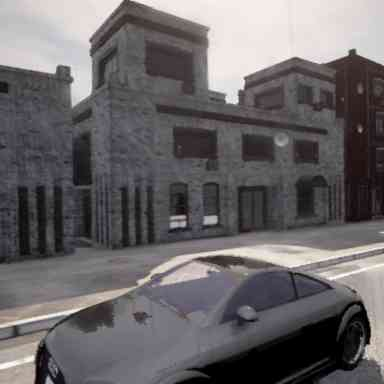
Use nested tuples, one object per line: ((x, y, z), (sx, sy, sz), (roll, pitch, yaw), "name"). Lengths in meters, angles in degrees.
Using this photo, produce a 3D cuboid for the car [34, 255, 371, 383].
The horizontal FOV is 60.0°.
((0.358, 1.558, 4.125), (4.181, 1.385, 1.994), (0, 0, -35), "car")
